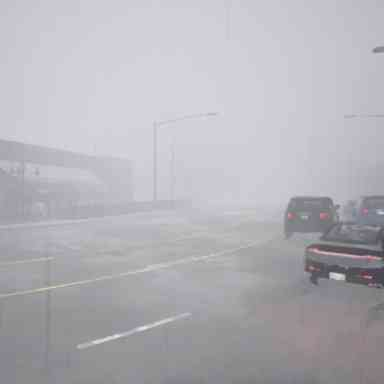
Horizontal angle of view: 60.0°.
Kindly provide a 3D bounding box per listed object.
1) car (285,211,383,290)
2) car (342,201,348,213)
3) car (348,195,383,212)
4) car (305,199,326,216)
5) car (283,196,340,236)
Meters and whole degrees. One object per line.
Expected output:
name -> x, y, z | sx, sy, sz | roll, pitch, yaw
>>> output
car -> 4.542, 1.492, 8.545 | 2.128, 1.511, 4.902 | 0, 0, 41
car -> 15.330, 1.478, 31.294 | 1.882, 1.535, 5.008 | 0, 0, 20
car -> 11.319, 1.224, 20.741 | 2.150, 2.045, 5.566 | 0, 0, 22
car -> 12.313, 1.505, 33.253 | 1.837, 1.490, 4.892 | 0, 0, 20
car -> 6.219, 1.221, 17.097 | 2.150, 2.045, 5.566 | 0, 0, 27
